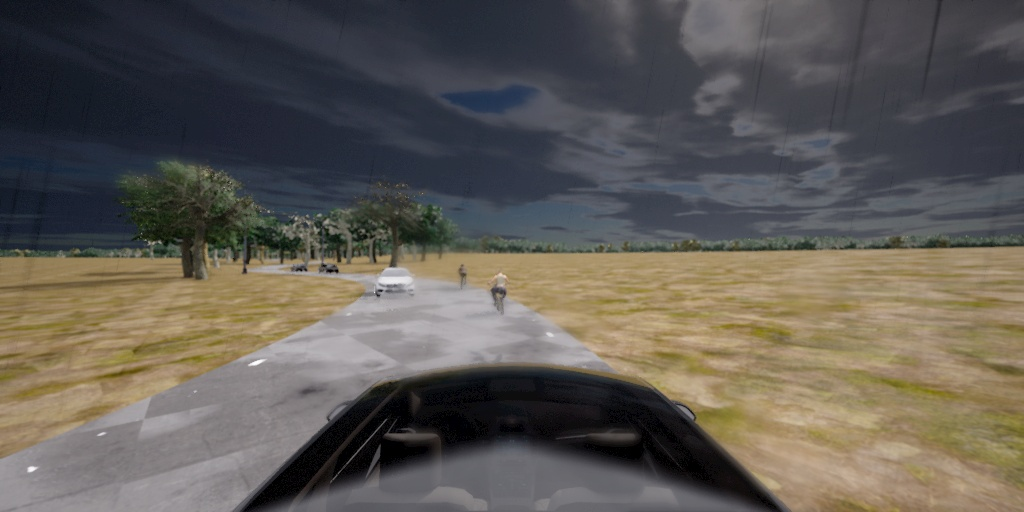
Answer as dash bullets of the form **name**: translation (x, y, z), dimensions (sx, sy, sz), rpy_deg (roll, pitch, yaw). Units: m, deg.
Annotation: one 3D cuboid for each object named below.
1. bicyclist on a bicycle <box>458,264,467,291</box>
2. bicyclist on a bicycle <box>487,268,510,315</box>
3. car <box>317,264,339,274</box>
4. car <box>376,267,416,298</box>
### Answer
- **bicyclist on a bicycle**: translation (-3.024, 1.322, 22.185), dimensions (0.582, 1.620, 1.656), rpy_deg (0, -1, -19)
- **bicyclist on a bicycle**: translation (-0.452, 1.221, 12.806), dimensions (0.866, 1.612, 1.509), rpy_deg (0, 0, -11)
- **car**: translation (-28.621, 1.974, 55.797), dimensions (4.892, 1.490, 1.837), rpy_deg (-2, -2, 44)
- **car**: translation (-6.228, 1.346, 19.237), dimensions (1.812, 1.442, 4.674), rpy_deg (1, -1, -18)
